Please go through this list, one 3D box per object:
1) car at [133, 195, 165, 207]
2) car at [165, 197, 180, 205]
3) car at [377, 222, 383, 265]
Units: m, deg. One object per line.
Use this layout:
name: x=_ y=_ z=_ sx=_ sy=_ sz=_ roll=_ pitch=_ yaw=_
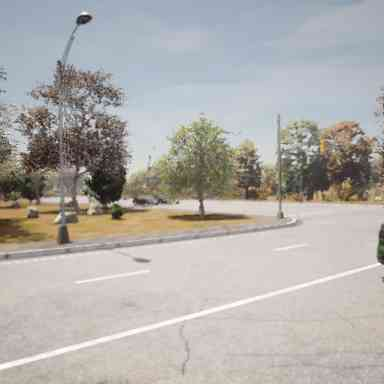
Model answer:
car: x=-6.415 y=1.195 z=46.186 sx=2.128 sy=1.511 sz=4.902 roll=-2 pitch=1 yaw=-39
car: x=-3.666 y=1.109 z=48.350 sx=2.128 sy=1.511 sz=4.902 roll=-2 pitch=1 yaw=-39
car: x=7.132 y=1.142 z=8.856 sx=5.566 sy=2.045 sz=2.150 roll=-1 pitch=1 yaw=-35
